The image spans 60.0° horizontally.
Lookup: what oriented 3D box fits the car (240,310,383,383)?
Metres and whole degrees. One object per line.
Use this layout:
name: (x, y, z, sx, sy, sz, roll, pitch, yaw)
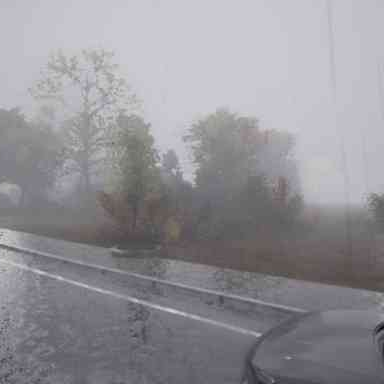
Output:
car: (2.680, 1.512, 2.180, 4.892, 1.490, 1.837, -1, 0, 35)
